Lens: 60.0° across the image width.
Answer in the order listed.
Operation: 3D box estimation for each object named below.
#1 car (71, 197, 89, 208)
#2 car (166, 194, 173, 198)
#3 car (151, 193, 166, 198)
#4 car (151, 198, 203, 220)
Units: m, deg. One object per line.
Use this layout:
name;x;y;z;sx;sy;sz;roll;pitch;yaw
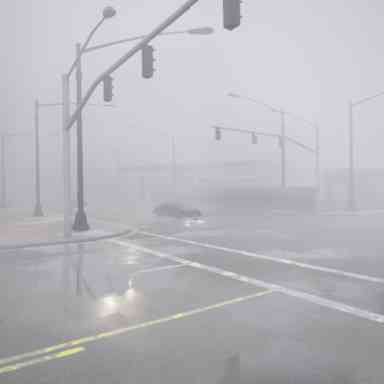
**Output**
car;-16.683;1.452;48.448;1.812;1.442;4.674;-1;1;-37
car;-2.949;1.119;70.874;3.806;1.475;1.970;-1;0;-36
car;-6.938;0.974;75.079;4.611;1.667;2.242;-1;0;-36
car;-1.351;1.486;27.985;2.033;1.411;5.357;-1;1;-37
